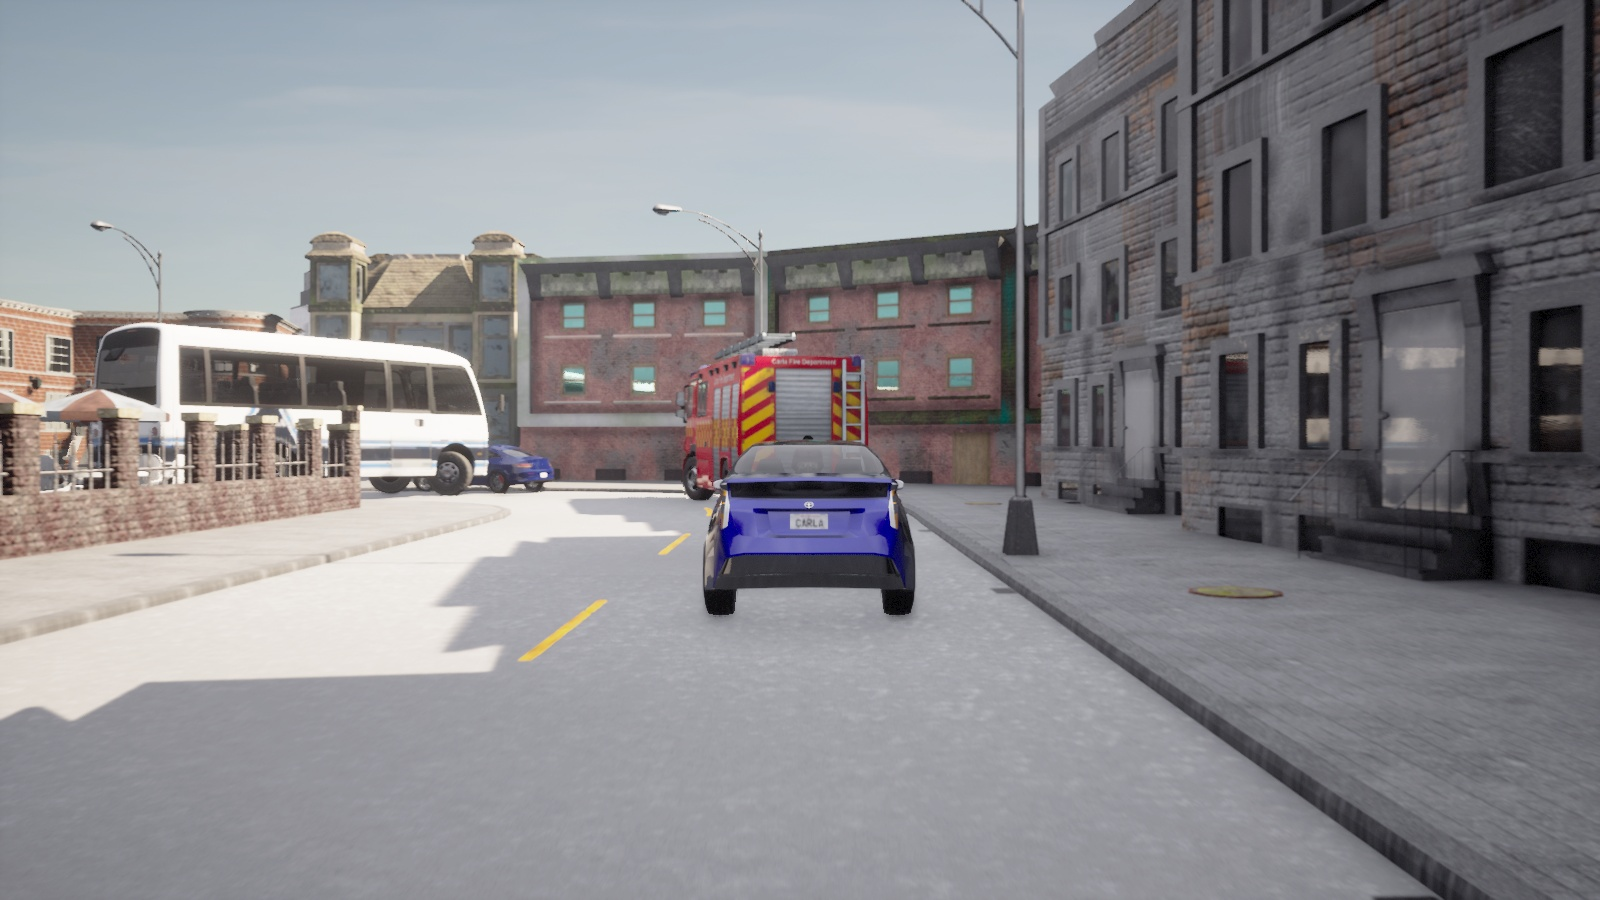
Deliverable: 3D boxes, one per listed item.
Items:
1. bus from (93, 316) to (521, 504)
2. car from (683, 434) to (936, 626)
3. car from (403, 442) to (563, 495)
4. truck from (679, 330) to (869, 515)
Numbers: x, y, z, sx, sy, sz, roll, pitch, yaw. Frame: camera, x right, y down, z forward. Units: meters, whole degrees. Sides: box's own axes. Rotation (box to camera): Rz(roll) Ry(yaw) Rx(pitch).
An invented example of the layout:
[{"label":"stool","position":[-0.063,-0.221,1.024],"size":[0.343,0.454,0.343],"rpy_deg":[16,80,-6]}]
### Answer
[{"label":"bus","position":[-12.755,-0.881,33.822],"size":[3.944,4.253,10.273],"rpy_deg":[0,0,35]},{"label":"car","position":[0.085,0.623,12.218],"size":[2.007,1.525,4.514],"rpy_deg":[0,0,0]},{"label":"car","position":[-9.709,0.529,38.372],"size":[4.674,1.442,1.812],"rpy_deg":[1,2,26]},{"label":"truck","position":[-0.918,-0.592,30.440],"size":[2.891,3.827,8.468],"rpy_deg":[0,0,-13]}]
